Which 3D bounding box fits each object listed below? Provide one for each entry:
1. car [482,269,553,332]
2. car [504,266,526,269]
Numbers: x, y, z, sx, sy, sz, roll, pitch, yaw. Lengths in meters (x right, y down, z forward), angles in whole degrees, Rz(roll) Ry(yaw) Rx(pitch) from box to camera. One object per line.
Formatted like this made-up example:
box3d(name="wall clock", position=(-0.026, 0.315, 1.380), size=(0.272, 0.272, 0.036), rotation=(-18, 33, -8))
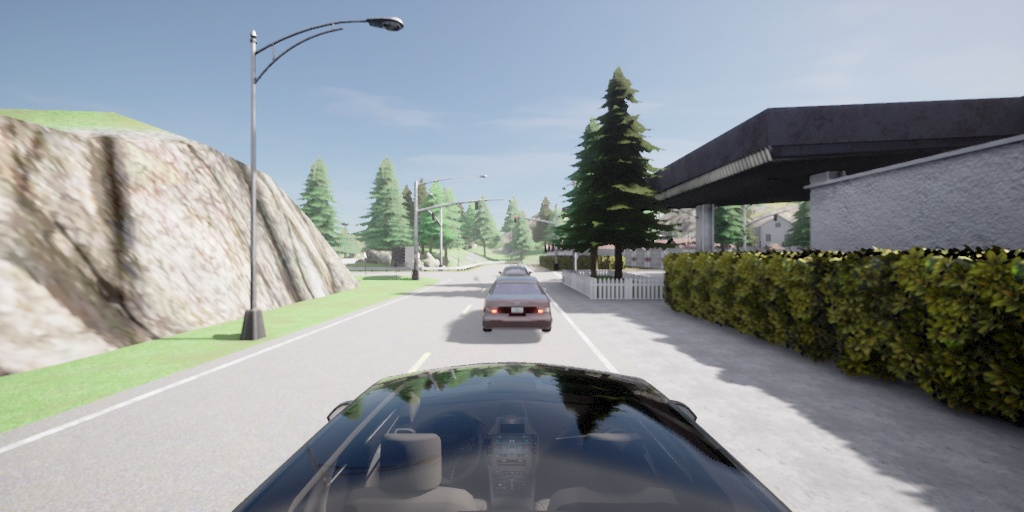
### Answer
box3d(name="car", position=(0.139, 1.304, 10.827), size=(2.033, 1.411, 5.357), rotation=(0, 0, 0))
box3d(name="car", position=(0.188, 1.288, 20.413), size=(1.812, 1.442, 4.674), rotation=(0, 0, 0))
